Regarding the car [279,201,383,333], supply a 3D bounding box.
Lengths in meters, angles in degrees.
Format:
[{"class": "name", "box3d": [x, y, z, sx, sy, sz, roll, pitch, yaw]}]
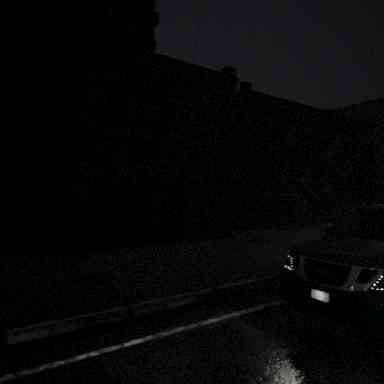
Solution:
[{"class": "car", "box3d": [4.196, 1.219, 6.595, 5.566, 2.045, 2.150, 0, 0, -35]}]
